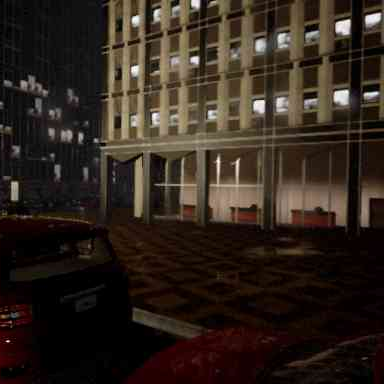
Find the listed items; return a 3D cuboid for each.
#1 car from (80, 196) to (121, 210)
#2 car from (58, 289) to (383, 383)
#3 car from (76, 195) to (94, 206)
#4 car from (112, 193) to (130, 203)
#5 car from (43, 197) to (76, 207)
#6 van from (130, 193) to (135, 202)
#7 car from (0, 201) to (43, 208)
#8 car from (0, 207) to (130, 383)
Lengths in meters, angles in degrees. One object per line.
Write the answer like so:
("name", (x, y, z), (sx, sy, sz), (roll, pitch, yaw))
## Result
("car", (-11.213, 1.487, 41.198), (1.802, 1.307, 4.206), (2, 1, 30))
("car", (1.468, 1.545, 1.811), (4.507, 1.381, 1.887), (0, 1, 36))
("car", (-14.475, 1.269, 47.092), (1.837, 1.490, 4.892), (1, 1, 30))
("car", (-12.846, 1.107, 55.036), (1.967, 1.590, 4.097), (2, 1, 30))
("car", (-18.540, 1.299, 45.265), (1.947, 1.339, 4.313), (2, 1, 30))
("van", (-9.999, 0.975, 59.921), (1.690, 1.788, 3.998), (2, 1, 30))
("car", (-16.900, 1.537, 31.431), (1.947, 1.339, 4.313), (2, 1, 30))
("car", (-3.115, 1.314, 5.074), (5.009, 1.841, 2.192), (0, 1, 36))
